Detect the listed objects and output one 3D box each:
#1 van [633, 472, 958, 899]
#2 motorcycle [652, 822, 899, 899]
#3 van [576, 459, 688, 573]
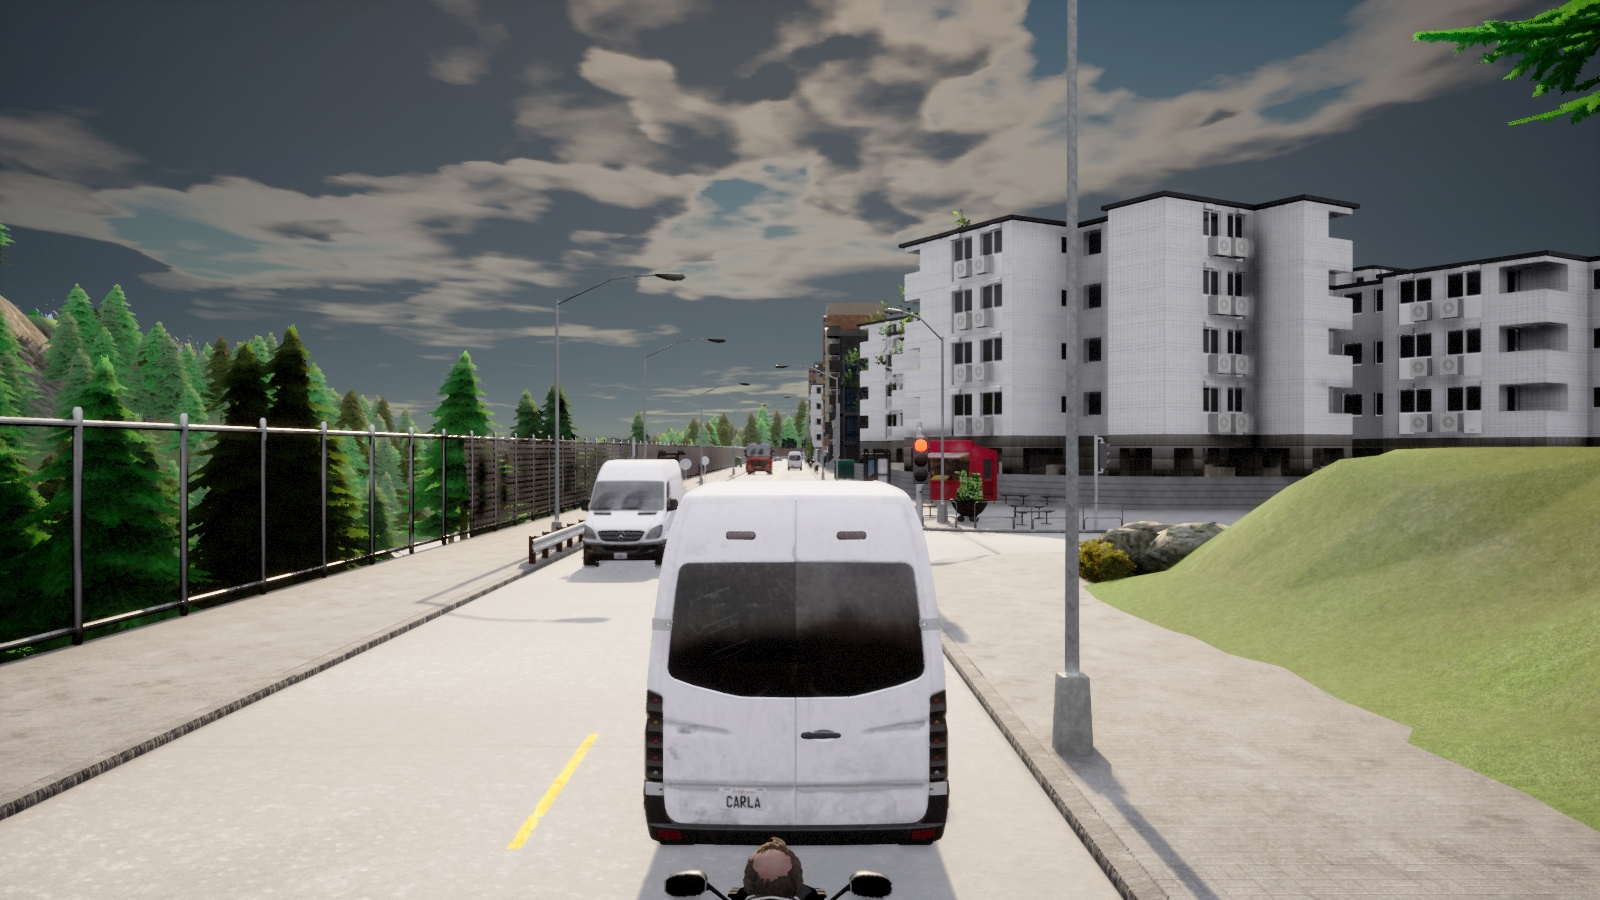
[{"bbox_3d":[-0.034,1.534,9.946,1.988,2.561,5.915,0,0,0],"label":"van"},{"bbox_3d":[-0.090,2.205,3.746,0.867,1.251,2.209,0,0,1],"label":"motorcycle"},{"bbox_3d":[-4.117,1.534,29.004,1.988,2.561,5.915,0,0,0],"label":"van"}]
